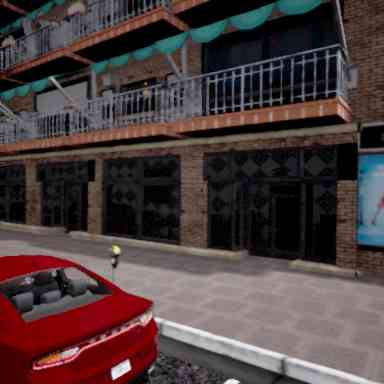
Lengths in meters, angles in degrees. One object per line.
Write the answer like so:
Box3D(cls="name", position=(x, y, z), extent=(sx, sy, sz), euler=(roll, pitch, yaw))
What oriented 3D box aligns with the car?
Box3D(cls="car", position=(-2.490, 1.535, 4.442), extent=(4.507, 1.381, 1.887), euler=(0, 1, 35))
